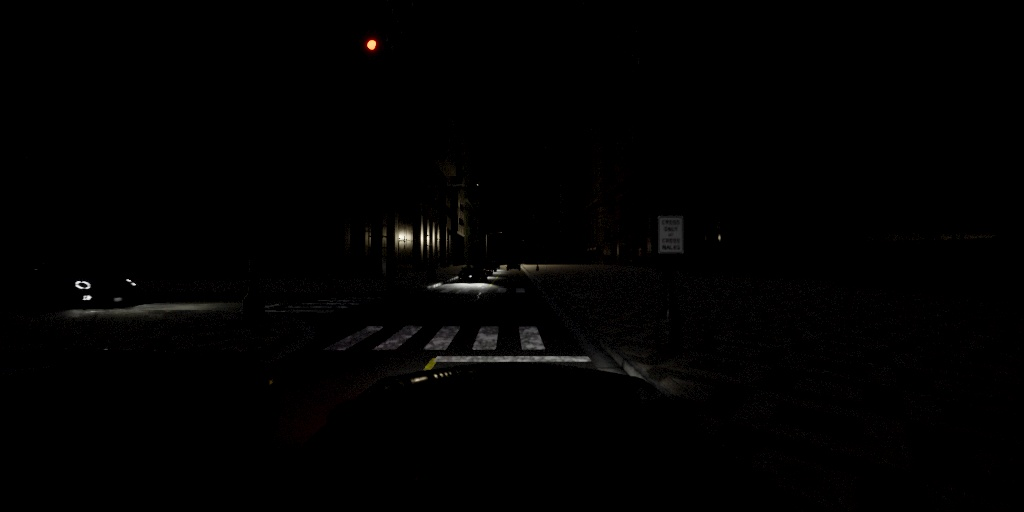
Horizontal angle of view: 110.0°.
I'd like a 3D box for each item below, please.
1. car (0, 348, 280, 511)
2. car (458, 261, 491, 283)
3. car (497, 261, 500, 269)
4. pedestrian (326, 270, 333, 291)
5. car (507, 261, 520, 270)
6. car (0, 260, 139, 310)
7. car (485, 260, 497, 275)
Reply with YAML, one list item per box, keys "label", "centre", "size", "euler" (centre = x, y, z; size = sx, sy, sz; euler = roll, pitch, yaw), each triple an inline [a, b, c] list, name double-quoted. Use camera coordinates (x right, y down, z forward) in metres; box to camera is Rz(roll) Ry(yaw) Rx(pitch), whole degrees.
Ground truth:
- label: "car"
  centre: [-2.987, 1.275, 1.350]
  size: [1.812, 1.442, 4.674]
  euler: [0, 0, 1]
- label: "car"
  centre: [-3.022, 1.327, 28.420]
  size: [1.994, 1.385, 4.181]
  euler: [0, 0, 1]
- label: "car"
  centre: [-2.973, 1.321, 47.594]
  size: [1.837, 1.490, 4.892]
  euler: [0, 0, 0]
- label: "pedestrian"
  centre: [-9.962, 0.974, 19.605]
  size: [0.375, 1.860, 0.375]
  euler: [0, -1, 0]
- label: "car"
  centre: [0.240, 1.408, 54.730]
  size: [1.994, 1.385, 4.181]
  euler: [0, 0, 0]
- label: "car"
  centre: [-16.944, 1.034, 13.397]
  size: [4.553, 1.767, 2.097]
  euler: [0, -1, 0]
- label: "car"
  centre: [-3.006, 1.331, 37.741]
  size: [2.033, 1.411, 5.357]
  euler: [0, 0, 0]
